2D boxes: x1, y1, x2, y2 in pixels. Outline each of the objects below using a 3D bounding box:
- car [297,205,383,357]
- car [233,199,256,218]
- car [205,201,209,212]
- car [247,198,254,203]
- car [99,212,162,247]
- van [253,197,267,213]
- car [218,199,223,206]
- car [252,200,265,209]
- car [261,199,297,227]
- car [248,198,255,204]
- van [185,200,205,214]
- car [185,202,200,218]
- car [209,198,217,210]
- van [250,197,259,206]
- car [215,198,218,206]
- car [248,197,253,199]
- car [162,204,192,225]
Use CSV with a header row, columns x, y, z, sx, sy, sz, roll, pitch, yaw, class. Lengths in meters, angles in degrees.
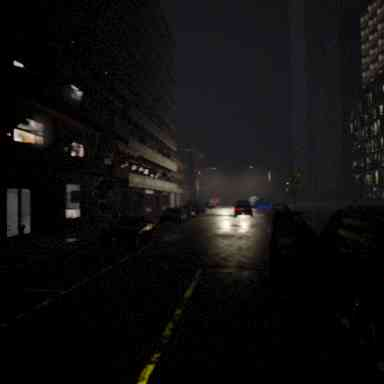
x,y,z,sx,sy,sz,roll,pitch,yaw,class
3.581,1.224,6.033,2.150,2.045,5.566,-1,-1,8,car
5.265,1.824,34.100,1.837,1.490,4.892,-1,-1,9,car
0.864,2.058,43.901,1.752,1.417,4.829,0,-1,8,car
16.295,2.379,92.498,1.887,1.381,4.507,0,-1,8,car
-3.064,1.815,16.503,1.887,1.381,4.507,0,-1,8,car
9.181,1.690,42.883,1.690,1.788,3.998,0,-1,8,van
4.839,2.117,71.636,2.192,1.841,5.009,0,-1,8,car
10.763,2.038,53.905,1.802,1.307,4.206,0,-1,8,car
6.810,1.630,26.342,1.967,1.590,4.097,0,-1,8,car
15.529,2.307,87.153,1.752,1.417,4.829,0,-1,8,car
0.097,1.822,38.558,1.690,1.788,3.998,0,-1,8,van
-0.693,1.979,33.042,2.008,1.369,4.403,0,-1,8,car
2.469,2.192,55.094,2.008,1.369,4.403,0,-1,8,car
13.133,1.958,70.448,1.690,1.788,3.998,0,-1,8,van
3.235,2.218,60.440,1.752,1.417,4.829,0,-1,8,car
6.700,1.768,44.231,2.097,1.767,4.553,-1,-1,9,car
-1.483,1.941,27.529,1.947,1.339,4.313,0,-1,8,car
